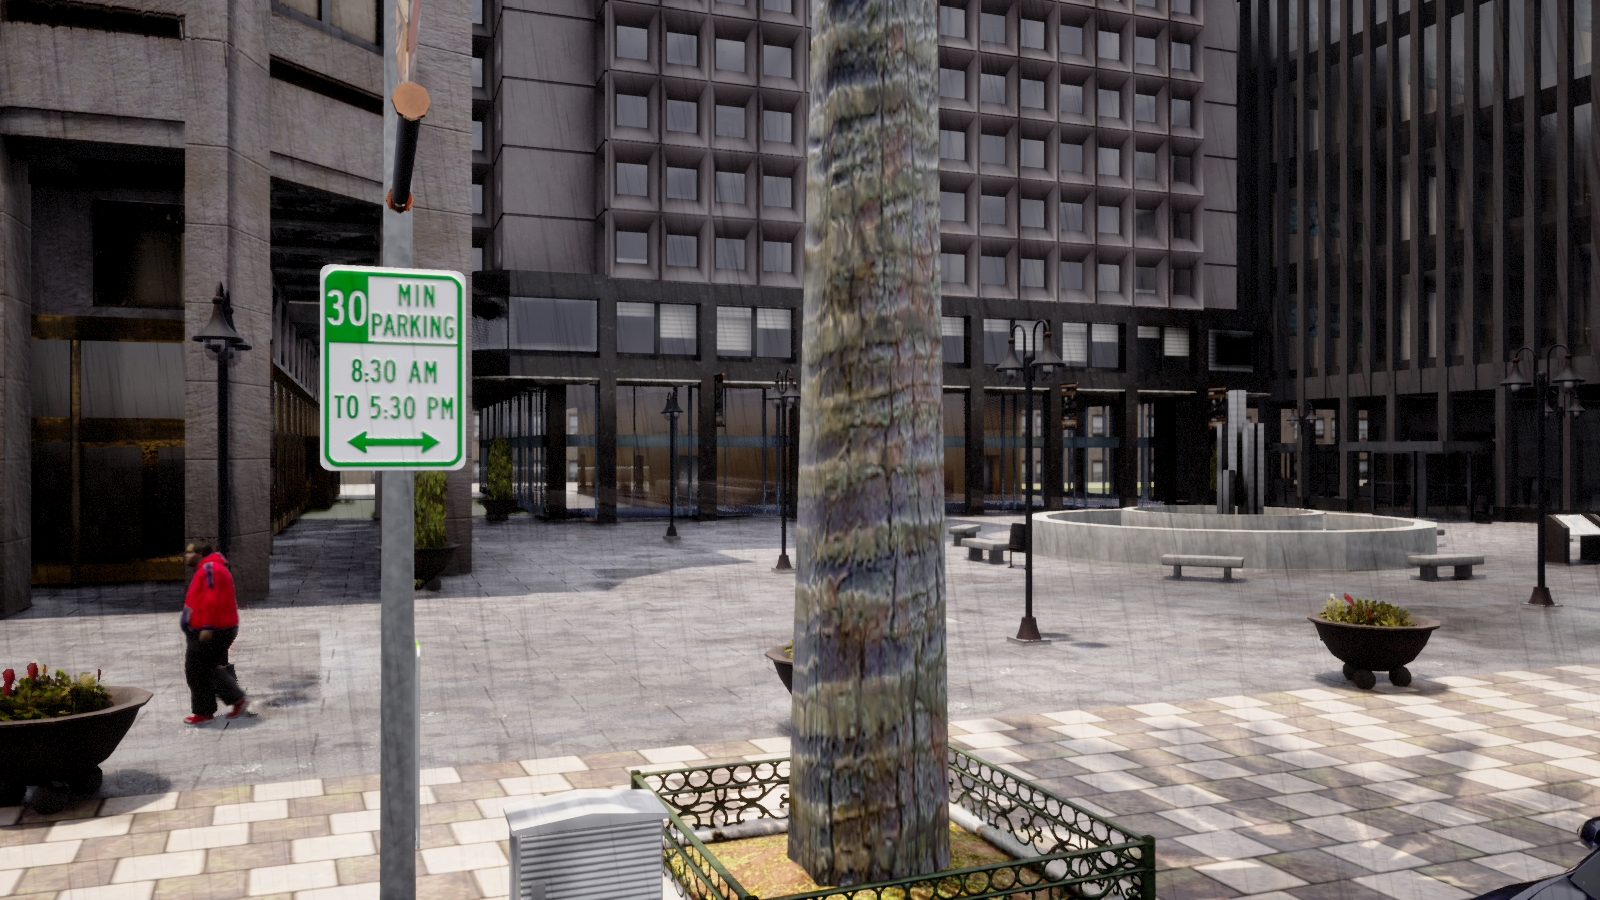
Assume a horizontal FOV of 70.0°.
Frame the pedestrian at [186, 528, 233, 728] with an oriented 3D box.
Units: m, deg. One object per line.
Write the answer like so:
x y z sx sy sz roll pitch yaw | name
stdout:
-5.721 1.706 11.073 0.375 1.860 0.375 0 0 -23 | pedestrian
